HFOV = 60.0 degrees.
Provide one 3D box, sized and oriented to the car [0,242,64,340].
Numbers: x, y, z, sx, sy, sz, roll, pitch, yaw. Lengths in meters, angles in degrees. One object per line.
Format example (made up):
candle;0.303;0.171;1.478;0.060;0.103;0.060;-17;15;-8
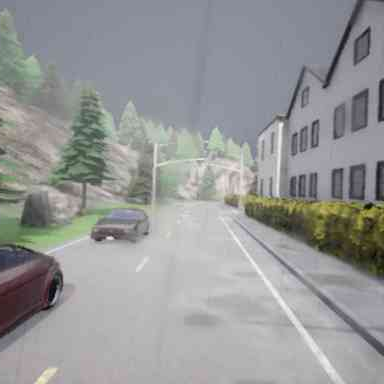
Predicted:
car;-3.527;1.446;4.826;1.994;1.385;4.181;2;0;2

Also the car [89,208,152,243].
car;-3.140;1.465;15.871;2.033;1.411;5.357;2;0;2
